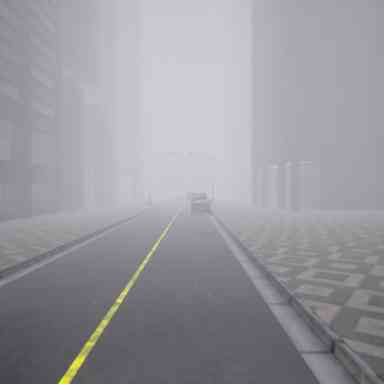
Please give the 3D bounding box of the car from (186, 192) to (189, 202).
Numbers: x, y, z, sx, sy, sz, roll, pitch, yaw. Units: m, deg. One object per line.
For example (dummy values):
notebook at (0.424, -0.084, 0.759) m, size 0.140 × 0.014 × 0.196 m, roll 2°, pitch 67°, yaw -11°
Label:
car at (0.000, 0.915, 70.229) m, size 2.150 × 2.045 × 5.566 m, roll 0°, pitch 0°, yaw 0°

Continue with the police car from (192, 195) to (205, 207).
police car at (0.900, 1.326, 49.761) m, size 1.930 × 1.638 × 5.238 m, roll 0°, pitch 0°, yaw 0°

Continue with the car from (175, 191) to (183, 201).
car at (-3.000, 1.246, 76.736) m, size 1.882 × 1.535 × 5.008 m, roll 0°, pitch 0°, yaw 0°

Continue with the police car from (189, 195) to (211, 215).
police car at (0.900, 1.382, 33.762) m, size 1.930 × 1.638 × 5.238 m, roll 0°, pitch 0°, yaw 0°

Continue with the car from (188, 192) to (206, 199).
car at (0.900, 1.128, 43.680) m, size 2.150 × 2.045 × 5.566 m, roll 0°, pitch 0°, yaw 0°
